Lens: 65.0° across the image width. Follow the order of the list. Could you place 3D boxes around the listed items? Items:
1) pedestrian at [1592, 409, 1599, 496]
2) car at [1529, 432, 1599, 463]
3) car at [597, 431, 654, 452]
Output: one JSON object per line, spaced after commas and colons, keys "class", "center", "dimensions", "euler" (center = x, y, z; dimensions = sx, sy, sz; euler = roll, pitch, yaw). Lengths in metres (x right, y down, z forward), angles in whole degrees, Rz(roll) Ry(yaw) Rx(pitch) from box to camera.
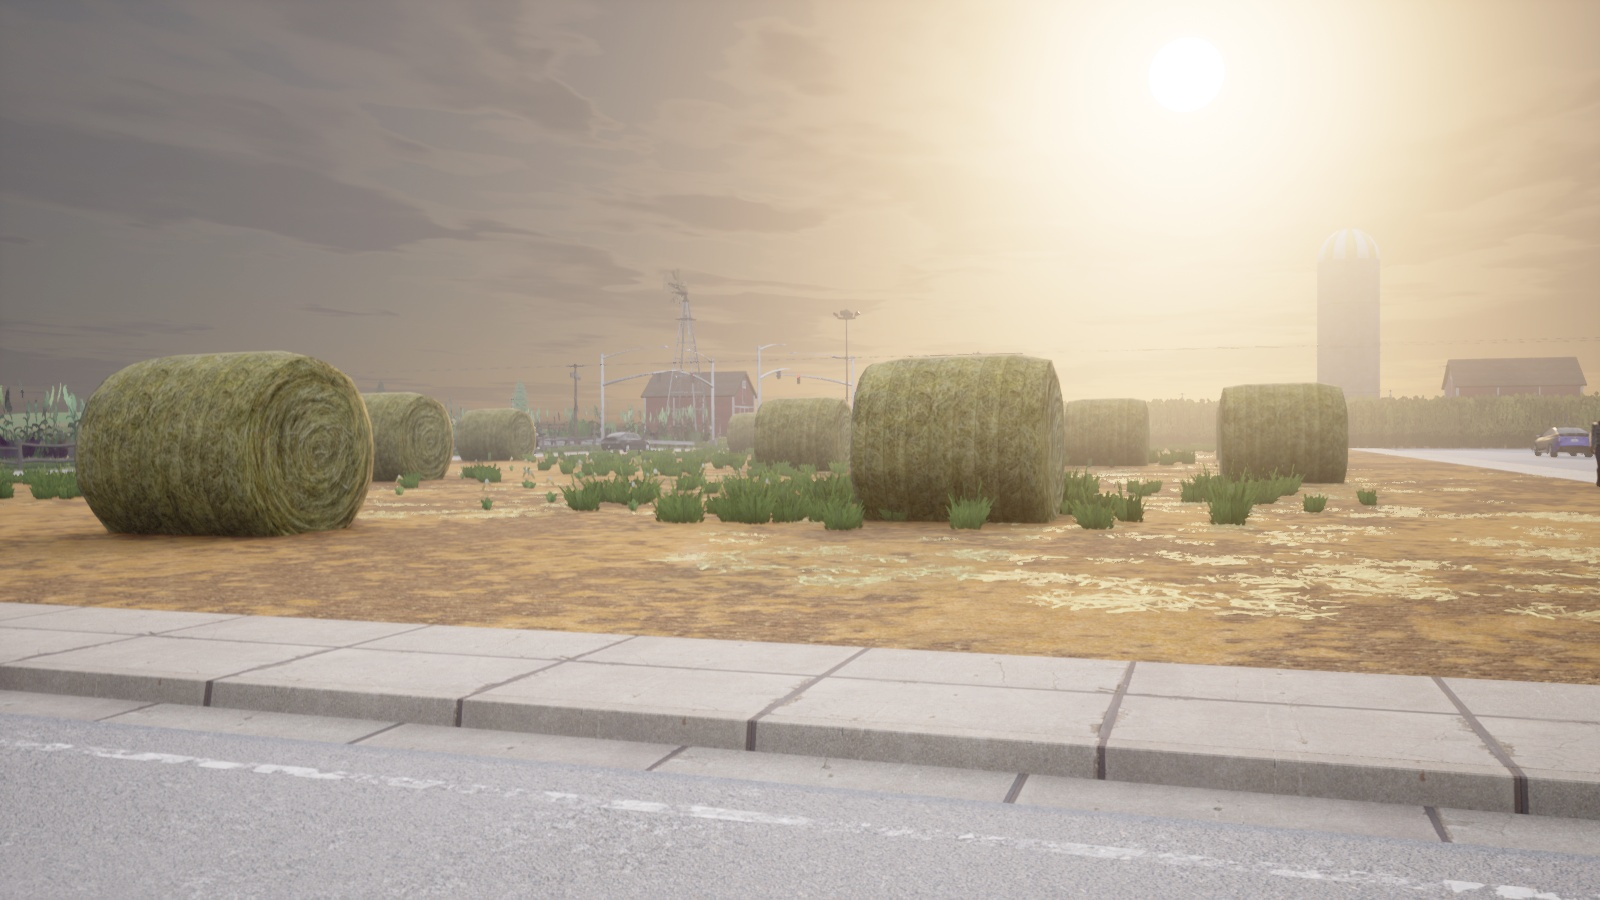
{"class": "pedestrian", "center": [18.263, 0.059, 28.499], "dimensions": [0.423, 1.949, 0.788], "euler": [1, 1, 28]}
{"class": "car", "center": [38.849, -0.153, 63.977], "dimensions": [2.007, 1.525, 4.514], "euler": [0, 1, 18]}
{"class": "car", "center": [-12.362, -0.628, 89.348], "dimensions": [1.837, 1.490, 4.892], "euler": [0, 1, 21]}
